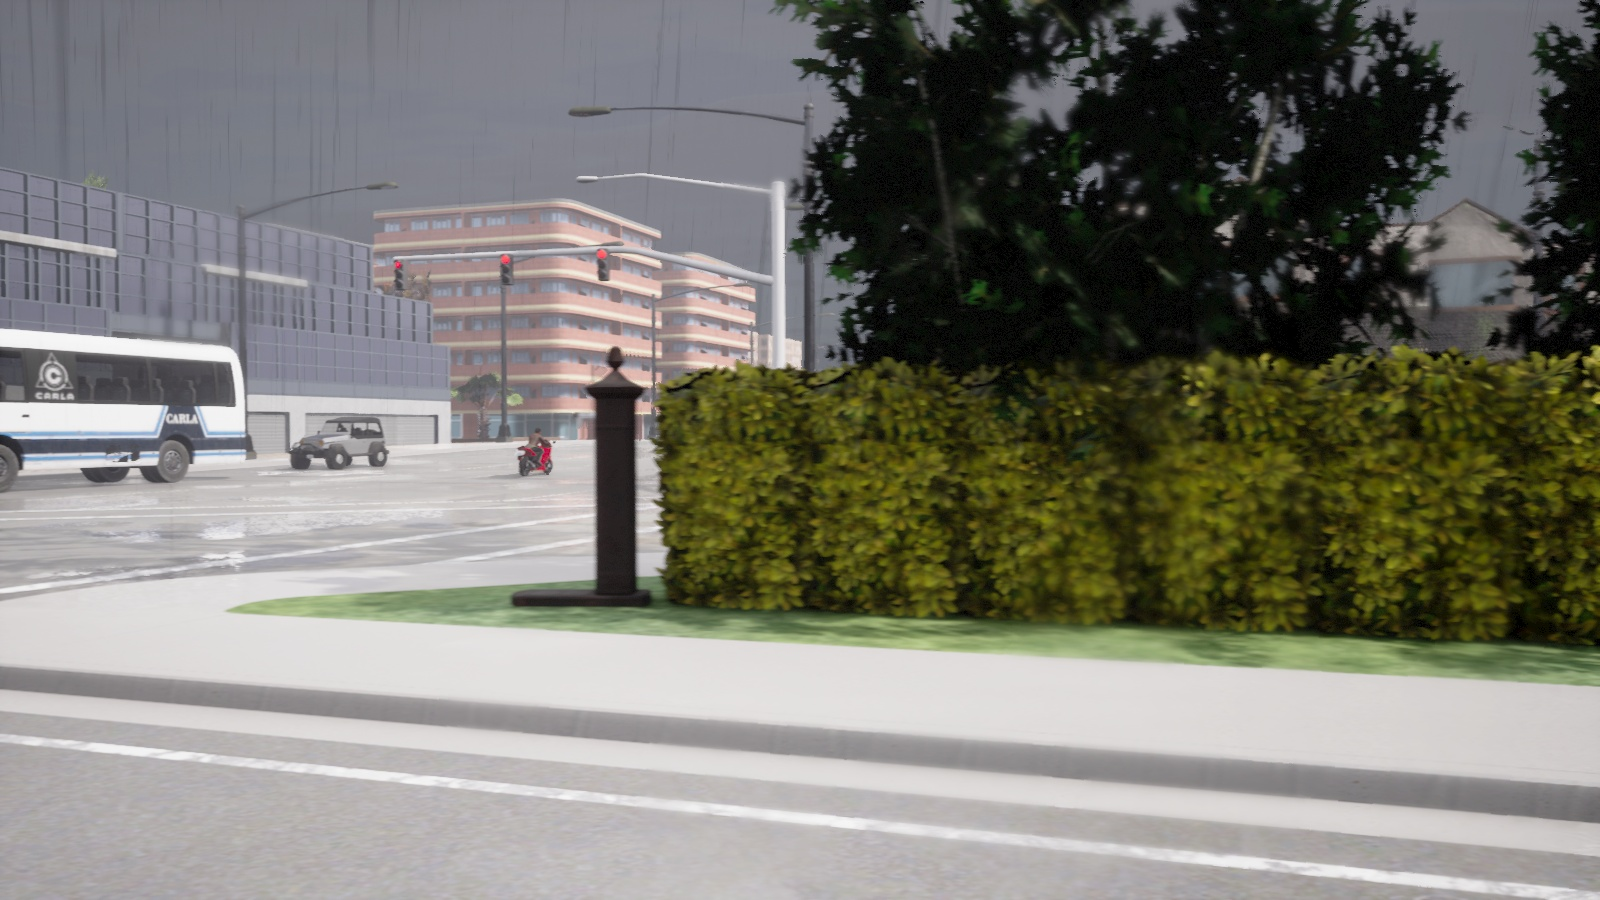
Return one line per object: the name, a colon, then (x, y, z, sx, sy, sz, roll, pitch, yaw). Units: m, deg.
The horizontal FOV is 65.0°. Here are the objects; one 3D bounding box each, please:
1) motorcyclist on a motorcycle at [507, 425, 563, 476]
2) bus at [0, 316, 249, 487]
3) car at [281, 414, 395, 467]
motorcyclist on a motorcycle: (-8.282, -0.001, 39.293, 0.797, 1.523, 2.044, 1, 2, 18)
bus: (-20.705, -1.249, 34.884, 3.944, 4.253, 10.273, 0, 1, 19)
car: (-16.991, -0.404, 46.370, 1.905, 1.878, 3.866, 1, 2, 19)
